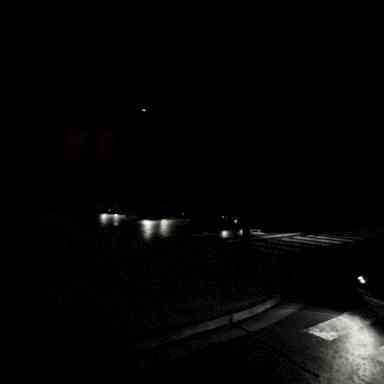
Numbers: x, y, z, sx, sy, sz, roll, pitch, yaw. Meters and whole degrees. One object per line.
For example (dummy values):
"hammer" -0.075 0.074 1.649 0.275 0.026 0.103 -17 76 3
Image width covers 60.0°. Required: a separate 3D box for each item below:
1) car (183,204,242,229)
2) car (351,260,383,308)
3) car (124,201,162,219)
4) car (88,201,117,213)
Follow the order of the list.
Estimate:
"car" 1.272 1.554 22.541 2.128 1.511 4.902 0 0 -36
"car" 5.773 1.540 6.619 5.357 1.411 2.033 0 0 -24
"car" -4.550 1.579 30.652 1.882 1.535 5.008 0 0 -35
"car" -10.452 1.741 38.887 1.895 1.301 4.718 0 0 -36
